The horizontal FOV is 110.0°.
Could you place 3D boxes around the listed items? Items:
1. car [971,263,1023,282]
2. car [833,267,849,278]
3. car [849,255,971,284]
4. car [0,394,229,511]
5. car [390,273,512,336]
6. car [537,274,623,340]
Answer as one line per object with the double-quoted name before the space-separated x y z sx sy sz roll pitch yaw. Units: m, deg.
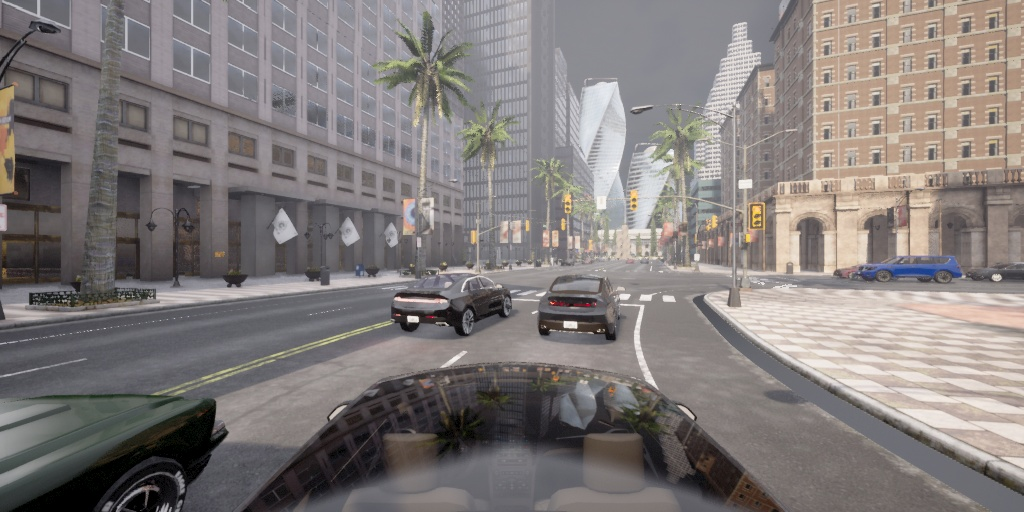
"car" 38.551 1.255 27.554 4.892 1.490 1.837 0 0 22
"car" 30.394 1.314 30.759 4.181 1.385 1.994 0 0 21
"car" 29.878 0.971 27.201 5.566 2.045 2.150 0 0 21
"car" -3.312 1.351 0.814 1.895 1.301 4.718 0 0 1
"car" -1.482 1.242 10.541 2.128 1.511 4.902 0 0 19
"car" 2.042 1.255 10.123 1.837 1.490 4.892 0 0 18
